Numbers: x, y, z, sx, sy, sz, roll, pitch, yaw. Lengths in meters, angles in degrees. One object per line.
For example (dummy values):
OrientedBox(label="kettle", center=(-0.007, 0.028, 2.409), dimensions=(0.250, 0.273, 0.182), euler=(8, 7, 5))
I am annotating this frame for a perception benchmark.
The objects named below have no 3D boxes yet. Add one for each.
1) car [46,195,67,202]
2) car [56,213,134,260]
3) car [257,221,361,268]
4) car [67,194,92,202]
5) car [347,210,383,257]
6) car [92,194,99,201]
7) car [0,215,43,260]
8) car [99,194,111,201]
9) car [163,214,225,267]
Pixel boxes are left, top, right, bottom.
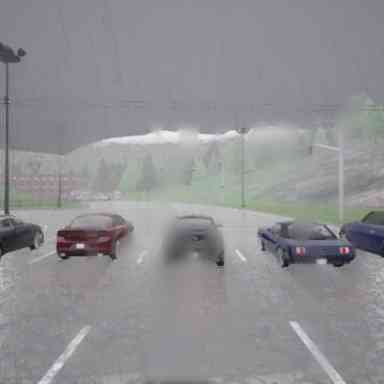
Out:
OrientedBox(label="car", center=(-33.851, 1.796, 84.099), dimensions=(4.674, 1.442, 1.812), euler=(0, 0, 28))
OrientedBox(label="car", center=(-3.468, 1.519, 12.709), dimensions=(1.882, 1.535, 5.008), euler=(0, 0, -1))
OrientedBox(label="car", center=(3.551, 1.638, 11.369), dimensions=(1.895, 1.301, 4.718), euler=(0, 0, 0))
OrientedBox(label="car", center=(-28.785, 1.499, 85.011), dimensions=(5.566, 2.045, 2.150), euler=(0, 0, 35))
OrientedBox(label="car", center=(7.039, 1.390, 11.724), dimensions=(2.097, 1.767, 4.553), euler=(0, 0, -1))
OrientedBox(label="car", center=(-27.529, 1.838, 88.395), dimensions=(4.181, 1.385, 1.994), euler=(0, 0, 32))
OrientedBox(label="car", center=(-6.951, 1.530, 11.632), dimensions=(2.128, 1.511, 4.902), euler=(0, 0, -1))
OrientedBox(label="car", center=(-25.636, 1.520, 91.318), dimensions=(5.566, 2.045, 2.150), euler=(0, 0, 32))
OrientedBox(label="car", center=(0.045, 1.543, 11.553), dimensions=(1.837, 1.490, 4.892), euler=(0, 0, 0))
